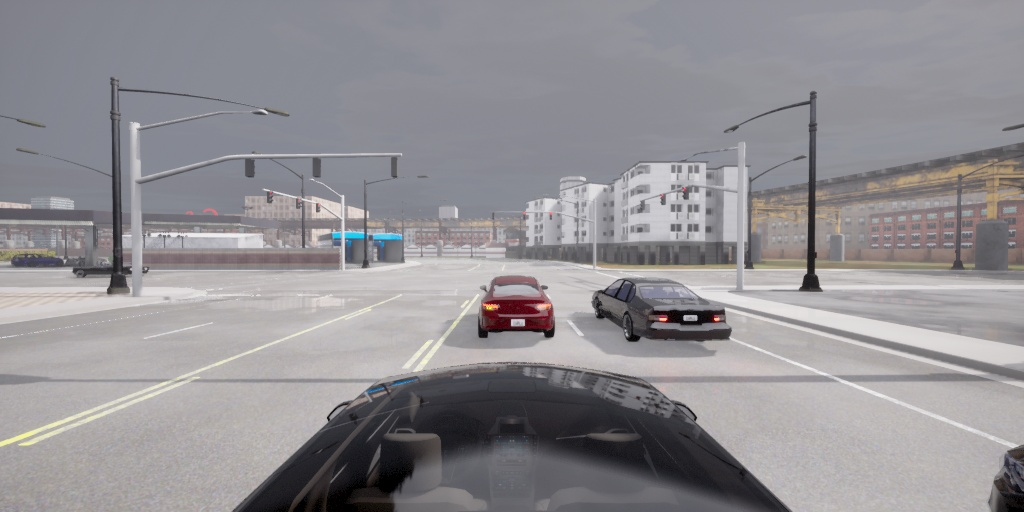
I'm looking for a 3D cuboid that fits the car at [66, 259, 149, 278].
[{"bbox_3d":[-33.759,1.137,30.184,4.718,1.301,1.895,0,1,-1],"label":"car"}]

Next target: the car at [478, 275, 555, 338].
[{"bbox_3d":[0.069,1.257,10.000,1.812,1.442,4.674,0,0,-1],"label":"car"}]

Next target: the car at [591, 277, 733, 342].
[{"bbox_3d":[3.580,1.283,9.716,2.033,1.411,5.357,0,0,0],"label":"car"}]
